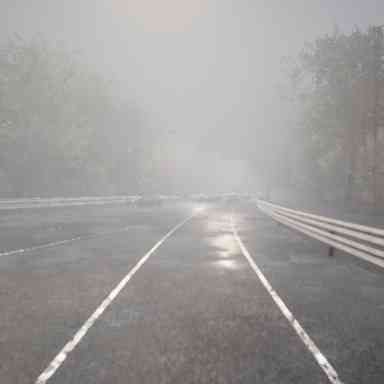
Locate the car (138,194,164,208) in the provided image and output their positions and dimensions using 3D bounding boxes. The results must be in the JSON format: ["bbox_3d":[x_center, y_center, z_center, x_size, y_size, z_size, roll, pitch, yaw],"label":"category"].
[{"bbox_3d":[-5.323,1.143,44.209,2.097,1.767,4.553,1,0,18],"label":"car"}]

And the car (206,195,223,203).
[{"bbox_3d":[4.684,1.313,64.203,1.882,1.535,5.008,1,0,18],"label":"car"}]

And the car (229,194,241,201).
[{"bbox_3d":[10.816,1.352,83.535,2.033,1.411,5.357,1,0,18],"label":"car"}]

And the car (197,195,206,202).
[{"bbox_3d":[2.633,1.368,69.310,1.895,1.301,4.718,1,0,18],"label":"car"}]

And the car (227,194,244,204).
[{"bbox_3d":[8.070,1.243,63.292,2.097,1.767,4.553,1,0,18],"label":"car"}]

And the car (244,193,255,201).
[{"bbox_3d":[13.009,1.375,78.871,1.837,1.490,4.892,1,0,18],"label":"car"}]
